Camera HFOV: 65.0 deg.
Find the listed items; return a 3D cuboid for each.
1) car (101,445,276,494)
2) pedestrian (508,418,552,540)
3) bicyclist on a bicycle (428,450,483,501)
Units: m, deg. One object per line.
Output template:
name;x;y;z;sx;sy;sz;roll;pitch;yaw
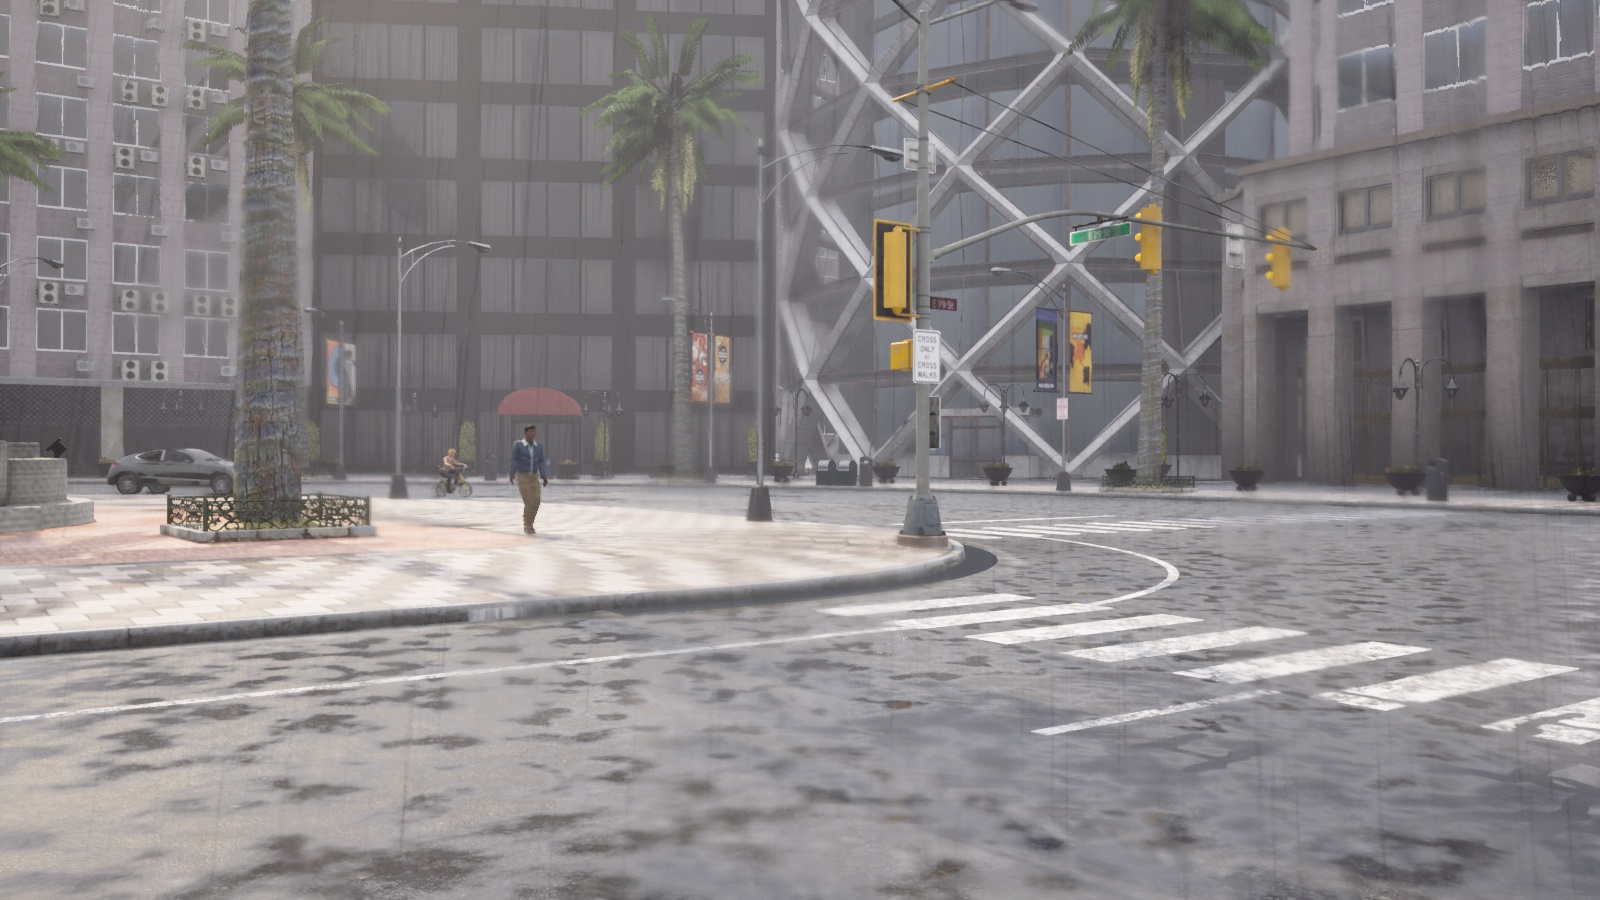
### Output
car;-21.111;0.675;43.467;5.027;1.651;2.152;0;0;3
pedestrian;-4.390;0.461;20.404;0.423;1.949;0.788;0;0;-36
bicyclist on a bicycle;-11.175;0.805;40.791;1.509;1.612;0.866;0;1;25
